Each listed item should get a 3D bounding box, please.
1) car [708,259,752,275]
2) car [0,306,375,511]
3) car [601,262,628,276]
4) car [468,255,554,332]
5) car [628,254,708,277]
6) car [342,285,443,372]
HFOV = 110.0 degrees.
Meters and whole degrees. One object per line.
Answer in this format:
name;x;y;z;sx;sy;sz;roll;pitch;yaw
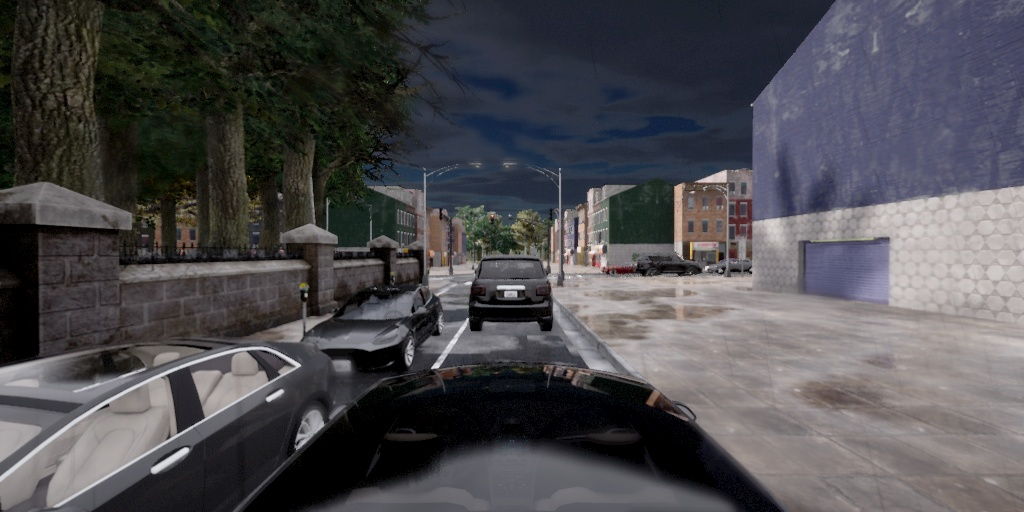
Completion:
car;21.028;0.988;34.254;4.902;1.511;2.128;-1;0;0
car;-2.641;1.301;2.005;2.007;1.370;4.403;0;0;0
car;10.991;1.232;34.268;4.718;1.301;1.895;-1;0;0
car;-0.012;0.986;11.006;2.150;2.045;5.566;0;0;0
car;13.507;0.841;31.312;5.566;2.045;2.150;-1;0;0
car;-2.634;1.324;7.693;1.948;1.339;4.313;0;0;0
